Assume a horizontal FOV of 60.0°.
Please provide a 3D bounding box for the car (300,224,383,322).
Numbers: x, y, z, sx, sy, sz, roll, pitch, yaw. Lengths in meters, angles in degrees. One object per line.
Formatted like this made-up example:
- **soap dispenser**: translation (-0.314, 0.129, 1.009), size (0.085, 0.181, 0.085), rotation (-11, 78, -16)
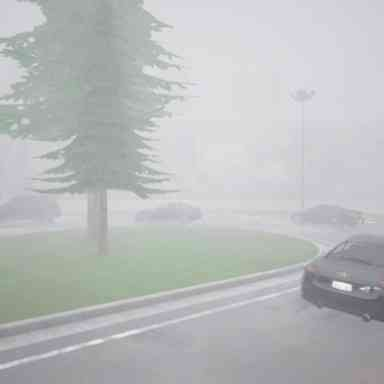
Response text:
- **car**: translation (4.114, 1.577, 6.959), size (4.181, 1.385, 1.994), rotation (0, 0, -39)

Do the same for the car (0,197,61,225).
- **car**: translation (-12.002, 1.228, 23.052), size (2.150, 2.045, 5.566), rotation (-1, -1, 43)

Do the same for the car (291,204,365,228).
- **car**: translation (8.833, 1.540, 22.105), size (1.837, 1.490, 4.892), rotation (2, -1, -33)

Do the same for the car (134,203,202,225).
- **car**: translation (-1.733, 1.514, 23.913), size (4.902, 1.511, 2.128), rotation (0, -1, 6)
